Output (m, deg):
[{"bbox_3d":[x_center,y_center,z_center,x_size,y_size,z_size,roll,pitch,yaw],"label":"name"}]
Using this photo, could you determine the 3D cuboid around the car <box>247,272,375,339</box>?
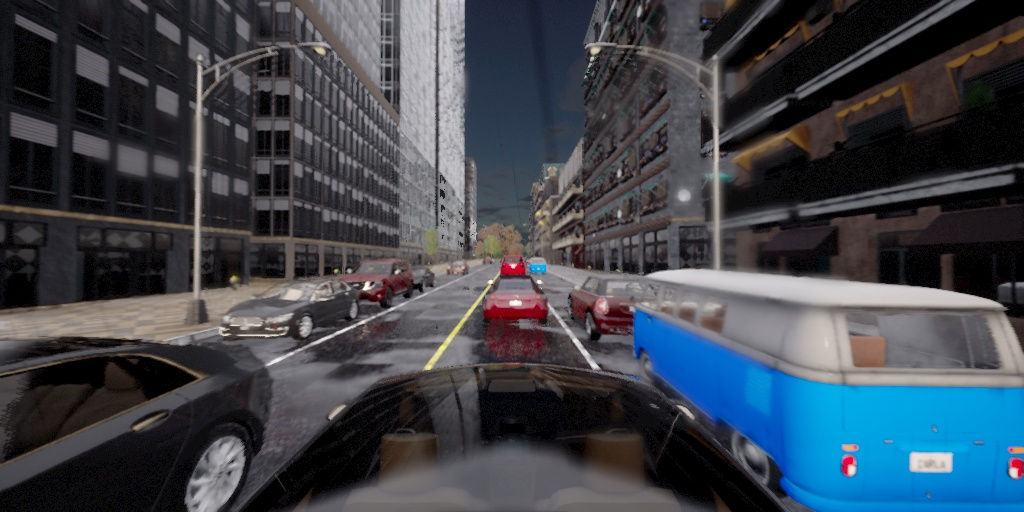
[{"bbox_3d":[-5.690,1.296,9.812,2.007,1.370,4.403,0,0,0],"label":"car"}]

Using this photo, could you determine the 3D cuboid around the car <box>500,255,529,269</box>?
[{"bbox_3d":[0.100,0.958,31.934,2.150,2.045,5.566,0,0,0],"label":"car"}]

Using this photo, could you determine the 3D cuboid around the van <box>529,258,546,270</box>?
[{"bbox_3d":[2.690,1.074,38.105,1.690,1.789,3.998,0,0,0],"label":"van"}]

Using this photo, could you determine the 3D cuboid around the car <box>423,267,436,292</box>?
[{"bbox_3d":[-5.690,1.306,21.126,1.948,1.339,4.313,0,0,0],"label":"car"}]

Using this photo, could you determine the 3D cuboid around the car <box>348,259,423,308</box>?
[{"bbox_3d":[-5.690,1.058,15.469,2.192,1.841,5.009,0,0,0],"label":"car"}]

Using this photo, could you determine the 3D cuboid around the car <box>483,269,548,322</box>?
[{"bbox_3d":[0.101,1.309,12.219,1.994,1.385,4.181,0,0,0],"label":"car"}]

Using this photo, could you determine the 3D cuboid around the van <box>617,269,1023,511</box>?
[{"bbox_3d":[2.691,1.090,4.161,1.690,1.789,3.998,0,0,0],"label":"van"}]

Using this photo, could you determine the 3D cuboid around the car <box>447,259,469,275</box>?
[{"bbox_3d":[-5.691,1.172,38.099,1.967,1.591,4.097,0,0,0],"label":"car"}]

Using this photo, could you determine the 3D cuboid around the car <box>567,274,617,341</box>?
[{"bbox_3d":[2.691,1.186,9.819,1.967,1.591,4.097,0,0,0],"label":"car"}]

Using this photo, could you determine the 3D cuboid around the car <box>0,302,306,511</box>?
[{"bbox_3d":[-3.101,1.255,1.300,1.837,1.490,4.892,0,0,0],"label":"car"}]
